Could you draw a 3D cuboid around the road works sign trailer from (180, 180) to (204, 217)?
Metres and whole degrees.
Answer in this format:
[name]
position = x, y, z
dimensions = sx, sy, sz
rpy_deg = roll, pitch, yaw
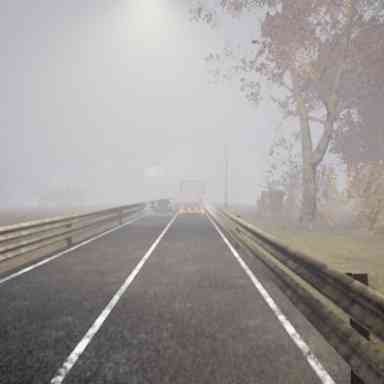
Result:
[road works sign trailer]
position = 0.013, 0.604, 33.254
dimensions = 2.380, 3.560, 2.880
rpy_deg = 0, 0, 0

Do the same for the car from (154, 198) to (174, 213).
[car]
position = -3.336, 1.519, 39.788
dimensions = 2.097, 1.767, 4.553
rpy_deg = 0, 0, 0
